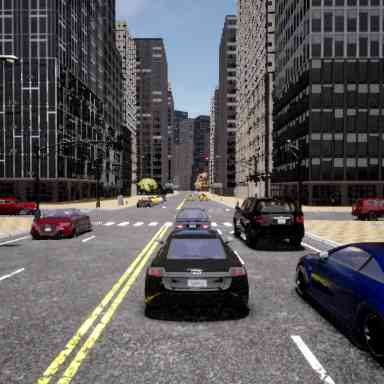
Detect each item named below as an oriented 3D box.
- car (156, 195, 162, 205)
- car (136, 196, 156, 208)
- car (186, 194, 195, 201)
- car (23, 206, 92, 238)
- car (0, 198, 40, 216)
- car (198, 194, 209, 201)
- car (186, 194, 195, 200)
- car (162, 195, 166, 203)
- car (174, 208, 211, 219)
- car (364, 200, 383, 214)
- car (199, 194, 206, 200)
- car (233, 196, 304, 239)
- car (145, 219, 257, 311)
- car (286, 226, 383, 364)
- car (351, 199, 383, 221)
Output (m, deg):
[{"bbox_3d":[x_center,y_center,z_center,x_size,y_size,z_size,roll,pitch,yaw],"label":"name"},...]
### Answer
[{"bbox_3d":[-6.842,1.433,57.146,1.882,1.535,5.008,0,0,0],"label":"car"},{"bbox_3d":[-6.810,1.530,48.218,1.994,1.385,4.181,0,0,0],"label":"car"},{"bbox_3d":[-0.357,1.396,78.676,1.882,1.535,5.008,0,0,0],"label":"car"},{"bbox_3d":[-6.702,1.554,17.422,1.994,1.385,4.181,0,0,-1],"label":"car"},{"bbox_3d":[-16.603,1.351,30.782,5.008,1.535,1.882,1,1,4],"label":"car"},{"bbox_3d":[2.893,1.396,78.690,1.882,1.535,5.008,0,0,0],"label":"car"},{"bbox_3d":[-0.405,1.268,89.093,2.128,1.511,4.902,0,0,0],"label":"car"},{"bbox_3d":[-6.832,1.469,66.595,1.812,1.442,4.674,0,0,0],"label":"car"},{"bbox_3d":[0.023,1.538,17.043,2.033,1.411,5.357,0,0,0],"label":"car"},{"bbox_3d":[21.646,1.643,36.272,4.829,1.417,1.752,1,0,1],"label":"car"},{"bbox_3d":[2.845,1.243,89.107,1.837,1.490,4.892,0,0,0],"label":"car"},{"bbox_3d":[3.306,1.213,15.272,2.150,2.045,5.566,0,0,-2],"label":"car"},{"bbox_3d":[0.067,1.560,7.821,1.994,1.385,4.181,0,0,-1],"label":"car"},{"bbox_3d":[3.334,1.561,5.852,1.994,1.385,4.181,0,0,-1],"label":"car"},{"bbox_3d":[16.075,1.520,27.960,5.009,1.841,2.192,1,0,1],"label":"car"}]
